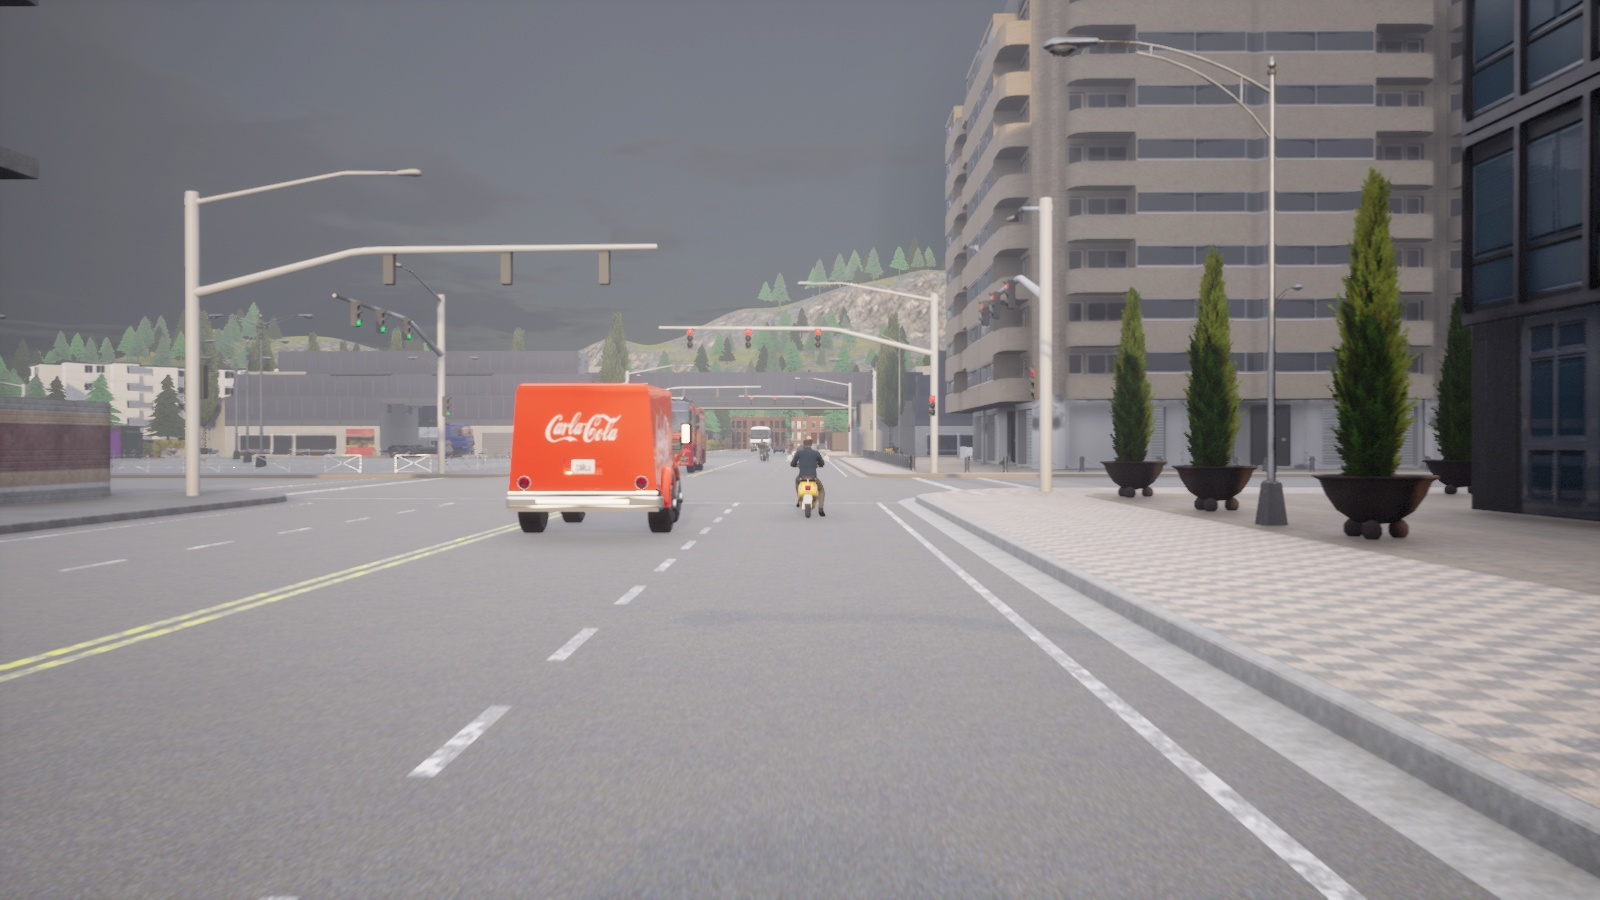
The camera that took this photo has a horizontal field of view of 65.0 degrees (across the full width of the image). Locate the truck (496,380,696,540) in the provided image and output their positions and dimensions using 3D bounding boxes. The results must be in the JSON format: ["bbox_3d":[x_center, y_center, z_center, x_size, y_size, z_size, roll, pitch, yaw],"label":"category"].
[{"bbox_3d":[-3.360,0.133,21.982,2.627,2.467,5.204,0,0,0],"label":"truck"}]

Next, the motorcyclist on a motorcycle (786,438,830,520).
[{"bbox_3d":[0.159,0.557,25.303,0.866,1.590,1.817,0,0,0],"label":"motorcyclist on a motorcycle"}]

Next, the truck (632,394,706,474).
[{"bbox_3d":[-6.616,-0.788,64.779,2.891,3.827,8.468,0,0,0],"label":"truck"}]
